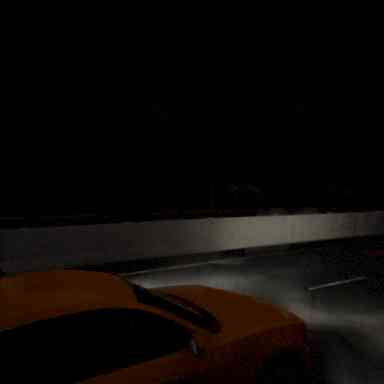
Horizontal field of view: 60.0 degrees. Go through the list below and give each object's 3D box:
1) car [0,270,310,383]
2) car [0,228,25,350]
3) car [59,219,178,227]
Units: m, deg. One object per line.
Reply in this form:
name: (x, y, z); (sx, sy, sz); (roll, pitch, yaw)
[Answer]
car: (-1.046, 1.467, 2.860); (5.008, 1.535, 1.882); (0, 0, -35)
car: (-5.056, 1.479, 4.291); (4.902, 1.511, 2.128); (0, 0, -36)
car: (-3.087, 1.494, 14.310); (5.357, 1.411, 2.033); (0, 0, -32)
